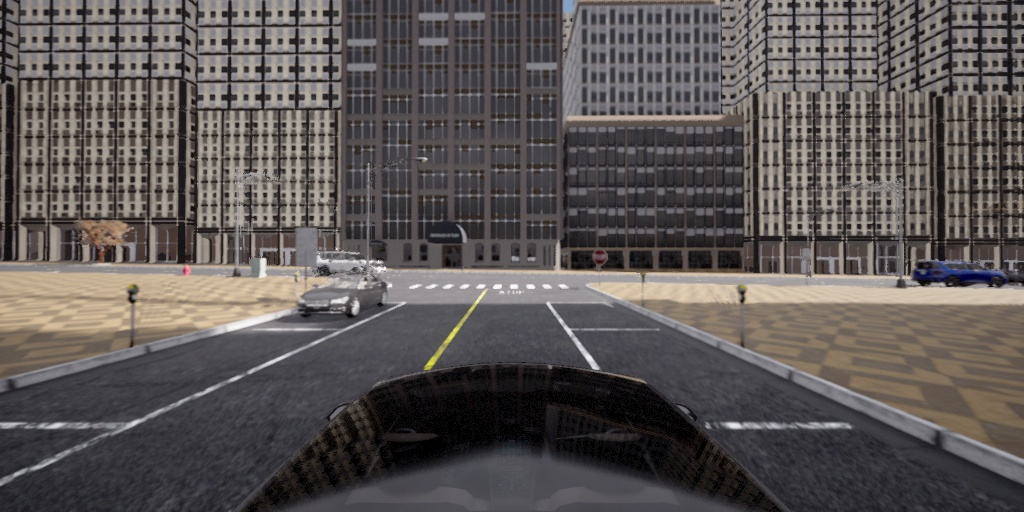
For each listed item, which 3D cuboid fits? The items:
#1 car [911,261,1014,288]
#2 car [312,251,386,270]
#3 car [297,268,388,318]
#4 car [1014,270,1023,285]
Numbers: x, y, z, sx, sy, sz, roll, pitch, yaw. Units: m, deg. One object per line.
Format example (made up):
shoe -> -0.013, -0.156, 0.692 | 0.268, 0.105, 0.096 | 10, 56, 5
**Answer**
car -> 35.105, 1.461, 28.276 | 5.566, 2.045, 2.150 | 1, 0, 1
car -> -13.061, 0.678, 28.862 | 5.566, 2.045, 2.150 | 1, -1, 1
car -> -5.822, 1.286, 12.847 | 2.007, 1.370, 4.403 | 0, 0, 0
car -> 47.211, 2.009, 34.646 | 4.902, 1.511, 2.128 | 1, 0, 1
